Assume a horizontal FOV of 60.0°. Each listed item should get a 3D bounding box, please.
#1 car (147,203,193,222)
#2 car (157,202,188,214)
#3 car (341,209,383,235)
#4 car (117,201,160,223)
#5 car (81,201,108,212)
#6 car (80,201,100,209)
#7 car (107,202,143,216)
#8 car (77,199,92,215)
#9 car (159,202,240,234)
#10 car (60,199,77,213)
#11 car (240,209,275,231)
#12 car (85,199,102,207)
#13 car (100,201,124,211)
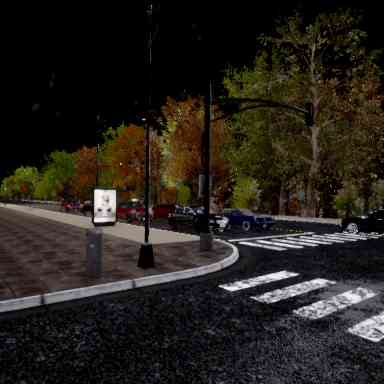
[{"bbox_3d":[-2.036,1.750,29.220,1.812,1.442,4.674,1,-1,-35],"label":"car"},{"bbox_3d":[-2.530,1.986,41.710,1.994,1.385,4.181,1,-1,-35],"label":"car"},{"bbox_3d":[10.319,1.604,17.415,1.837,1.490,4.892,1,-1,-35],"label":"car"},{"bbox_3d":[-4.923,1.537,27.686,2.097,1.767,4.553,1,-1,-35],"label":"car"},{"bbox_3d":[-13.556,1.980,45.955,2.033,1.411,5.357,1,-1,-34],"label":"car"},{"bbox_3d":[-17.844,2.204,57.967,1.895,1.301,4.718,1,-1,-35],"label":"car"},{"bbox_3d":[-7.560,1.871,37.215,2.033,1.411,5.357,1,-1,-34],"label":"car"},{"bbox_3d":[-10.126,1.770,35.218,2.128,1.511,4.902,1,-1,-35],"label":"car"},{"bbox_3d":[0.293,1.582,20.113,2.128,1.511,4.902,1,-1,-34],"label":"car"},{"bbox_3d":[-15.726,1.732,43.375,2.097,1.767,4.553,1,-1,-34],"label":"car"},{"bbox_3d":[3.116,1.732,21.764,1.895,1.301,4.718,1,-1,-35],"label":"car"},{"bbox_3d":[-19.938,2.238,66.888,1.837,1.490,4.892,1,-1,-35],"label":"car"},{"bbox_3d":[-11.973,2.024,49.526,1.812,1.442,4.674,1,-1,-34],"label":"car"}]
